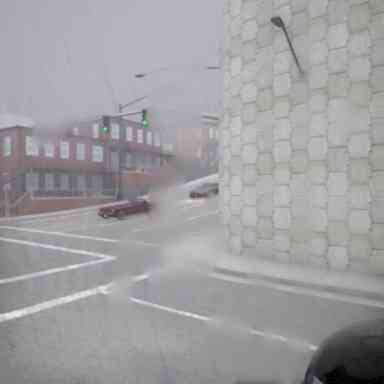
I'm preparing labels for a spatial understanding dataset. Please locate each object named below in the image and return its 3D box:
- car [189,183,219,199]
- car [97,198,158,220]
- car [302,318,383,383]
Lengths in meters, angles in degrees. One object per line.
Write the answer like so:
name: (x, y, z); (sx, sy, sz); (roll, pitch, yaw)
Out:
car: (1.490, -0.212, 33.662); (1.994, 1.385, 4.181); (0, 10, 35)
car: (-4.745, 1.177, 24.868); (1.895, 1.301, 4.718); (0, 5, 35)
car: (3.115, 1.492, 1.741); (4.902, 1.511, 2.128); (0, 0, 36)
